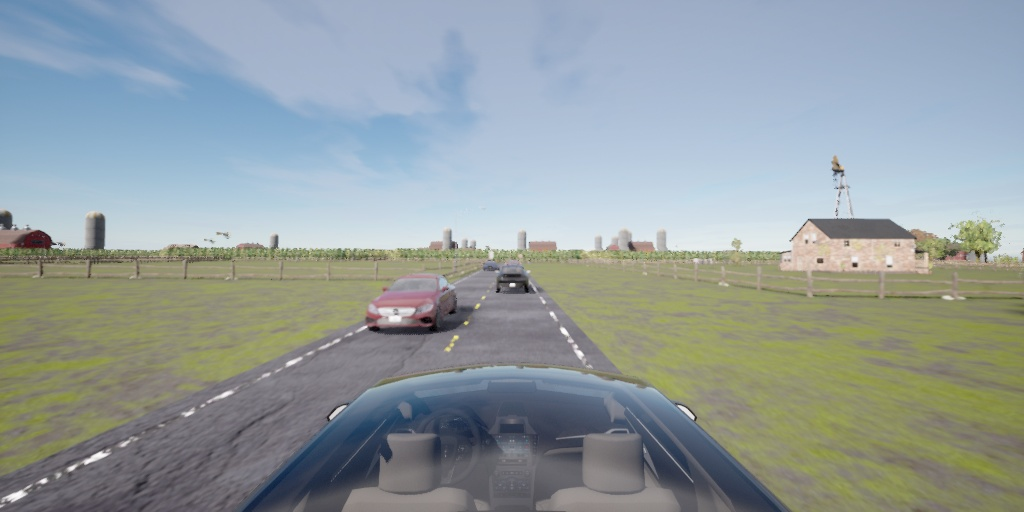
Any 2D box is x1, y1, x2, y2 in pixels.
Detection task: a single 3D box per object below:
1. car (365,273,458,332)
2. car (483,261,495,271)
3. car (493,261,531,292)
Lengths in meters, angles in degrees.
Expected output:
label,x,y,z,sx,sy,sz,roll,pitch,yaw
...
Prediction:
label,x,y,z,sx,sy,sz,roll,pitch,yaw
car,-2.830,1.277,11.051,1.812,1.442,4.674,0,0,0
car,-2.809,1.302,48.084,1.994,1.385,4.181,0,0,0
car,0.048,1.256,21.336,1.837,1.490,4.892,0,1,1
